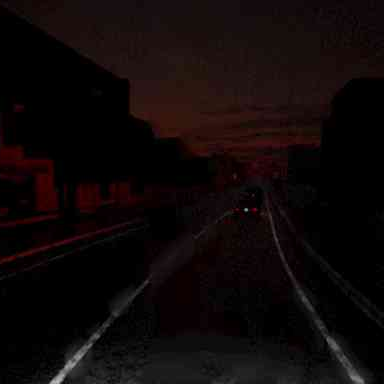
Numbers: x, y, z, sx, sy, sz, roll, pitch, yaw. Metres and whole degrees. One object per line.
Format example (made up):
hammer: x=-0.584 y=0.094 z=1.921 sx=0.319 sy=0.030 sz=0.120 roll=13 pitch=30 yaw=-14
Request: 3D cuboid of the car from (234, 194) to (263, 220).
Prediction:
car: x=4.097 y=1.176 z=24.428 sx=2.033 sy=1.411 sz=5.357 roll=1 pitch=2 yaw=12

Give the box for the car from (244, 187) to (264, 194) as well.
car: x=7.685 y=0.403 z=41.316 sx=2.150 sy=2.045 sz=5.566 roll=1 pitch=2 yaw=12
